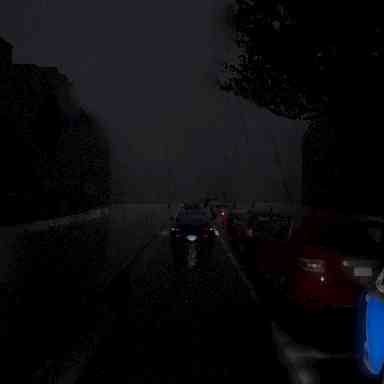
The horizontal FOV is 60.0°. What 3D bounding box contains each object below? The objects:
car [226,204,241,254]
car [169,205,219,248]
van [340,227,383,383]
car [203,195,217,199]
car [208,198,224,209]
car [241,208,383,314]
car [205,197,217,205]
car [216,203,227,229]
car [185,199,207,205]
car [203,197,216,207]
[{"bbox_3d":[2.638,1.440,13.067,1.967,1.590,4.097,0,0,0],"label":"car"},{"bbox_3d":[0.000,1.534,14.650,1.812,1.442,4.674,0,0,0],"label":"car"},{"bbox_3d":[2.638,1.341,1.975,1.690,1.788,3.998,0,0,0],"label":"van"},{"bbox_3d":[2.636,1.346,46.339,2.192,1.841,5.009,0,0,0],"label":"car"},{"bbox_3d":[2.637,1.530,29.873,1.752,1.417,4.829,0,0,0],"label":"car"},{"bbox_3d":[2.638,1.315,7.521,2.192,1.841,5.009,0,0,0],"label":"car"},{"bbox_3d":[2.637,1.564,35.248,2.008,1.369,4.403,0,0,0],"label":"car"},{"bbox_3d":[2.638,1.544,18.612,1.887,1.381,4.507,0,0,0],"label":"car"},{"bbox_3d":[0.000,1.579,29.651,1.994,1.385,4.181,0,0,0],"label":"car"},{"bbox_3d":[2.637,1.565,52.055,1.752,1.417,4.829,0,0,0],"label":"car"}]
